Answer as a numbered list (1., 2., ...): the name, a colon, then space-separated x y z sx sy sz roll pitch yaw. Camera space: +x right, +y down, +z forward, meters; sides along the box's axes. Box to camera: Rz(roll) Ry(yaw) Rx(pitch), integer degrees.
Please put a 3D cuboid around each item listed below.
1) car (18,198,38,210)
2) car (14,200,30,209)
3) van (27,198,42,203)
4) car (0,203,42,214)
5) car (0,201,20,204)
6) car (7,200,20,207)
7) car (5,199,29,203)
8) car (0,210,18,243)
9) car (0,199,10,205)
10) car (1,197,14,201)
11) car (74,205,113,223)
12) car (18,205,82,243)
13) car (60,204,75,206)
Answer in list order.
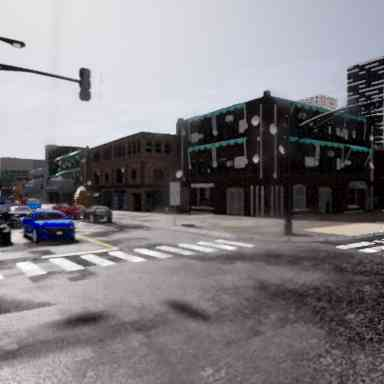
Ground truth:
1. car: -27.453 1.986 55.532 2.192 1.841 5.009 -1 0 -35
2. car: -30.657 2.274 60.041 1.887 1.381 4.507 -1 0 -35
3. van: -24.243 1.953 51.022 1.690 1.788 3.998 -1 0 -35
4. car: -13.160 1.834 25.477 2.128 1.511 4.902 0 0 -35
5. car: -19.293 2.009 34.109 2.033 1.411 5.357 0 0 -35
6. car: -37.075 2.409 69.062 1.947 1.339 4.313 -1 0 -35
7. car: -25.696 2.177 48.621 1.994 1.385 4.181 0 -1 -35
8. car: -10.286 1.822 16.744 1.947 1.339 4.313 -1 0 -35
9. car: -46.703 2.453 82.592 1.967 1.590 4.097 -1 0 -35
10. car: -31.506 1.942 56.777 2.150 2.045 5.566 0 0 -35
11. car: -8.195 1.858 28.471 2.008 1.369 4.403 -1 0 -35
12. car: -7.759 1.713 17.881 1.882 1.535 5.008 0 0 -36
13. car: -11.404 1.952 32.981 1.802 1.307 4.206 -1 0 -35
